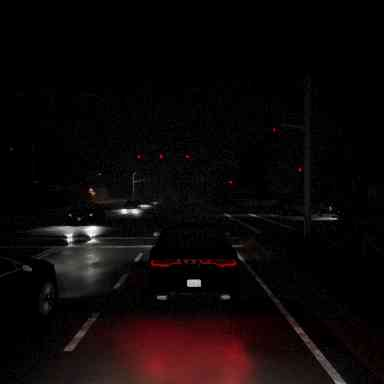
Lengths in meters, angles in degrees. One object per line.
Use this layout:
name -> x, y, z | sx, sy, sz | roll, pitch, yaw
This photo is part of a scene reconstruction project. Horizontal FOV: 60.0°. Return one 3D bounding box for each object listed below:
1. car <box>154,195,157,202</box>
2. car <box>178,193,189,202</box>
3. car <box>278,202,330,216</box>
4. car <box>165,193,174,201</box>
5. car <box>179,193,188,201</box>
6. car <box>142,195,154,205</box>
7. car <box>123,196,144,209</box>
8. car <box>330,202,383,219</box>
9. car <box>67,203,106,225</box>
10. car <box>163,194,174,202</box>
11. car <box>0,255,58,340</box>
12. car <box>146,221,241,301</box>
car -> -8.916, 1.459, 74.336 | 1.882, 1.535, 5.008 | 0, 0, -1
car -> -1.907, 1.225, 74.284 | 2.150, 2.045, 5.566 | 0, 0, -1
car -> 10.863, 1.601, 32.391 | 4.718, 1.301, 1.895 | 0, 0, -2
car -> -5.695, 1.270, 85.188 | 2.097, 1.767, 4.553 | 0, 0, -1
car -> -2.190, 1.225, 85.017 | 2.150, 2.045, 5.566 | 0, 0, -1
car -> -8.600, 1.492, 59.180 | 2.128, 1.511, 4.902 | 0, 0, -1
car -> -8.273, 1.601, 45.807 | 1.895, 1.301, 4.718 | 0, 0, -2
car -> 14.759, 1.564, 29.002 | 4.181, 1.385, 1.994 | 0, 0, -2
car -> -7.563, 1.526, 24.329 | 1.812, 1.442, 4.674 | 0, 0, -2
car -> -5.422, 1.533, 74.583 | 2.033, 1.411, 5.357 | 0, 0, -1
car -> -3.468, 1.492, 4.428 | 2.128, 1.511, 4.902 | 0, 0, 0
car -> 0.000, 1.478, 8.420 | 1.882, 1.535, 5.008 | 0, 0, -1
